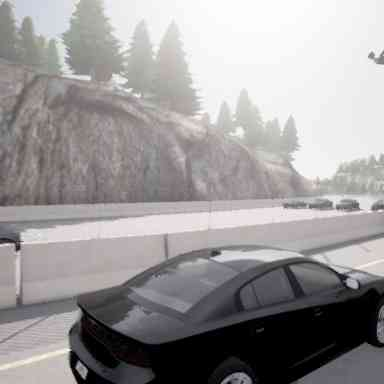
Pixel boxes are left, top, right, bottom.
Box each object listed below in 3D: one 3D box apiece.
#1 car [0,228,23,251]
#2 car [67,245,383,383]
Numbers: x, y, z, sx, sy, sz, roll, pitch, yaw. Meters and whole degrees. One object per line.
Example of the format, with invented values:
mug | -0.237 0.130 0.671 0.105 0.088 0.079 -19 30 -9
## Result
car | -8.064 1.591 11.235 4.181 1.385 1.994 0 0 -36
car | 0.954 1.486 4.585 5.008 1.535 1.882 0 0 -37
